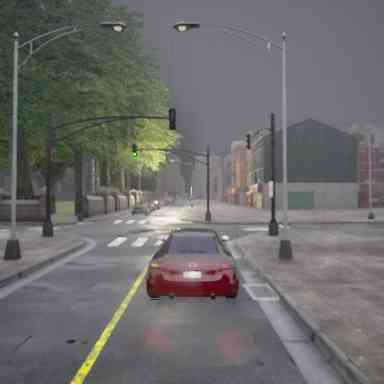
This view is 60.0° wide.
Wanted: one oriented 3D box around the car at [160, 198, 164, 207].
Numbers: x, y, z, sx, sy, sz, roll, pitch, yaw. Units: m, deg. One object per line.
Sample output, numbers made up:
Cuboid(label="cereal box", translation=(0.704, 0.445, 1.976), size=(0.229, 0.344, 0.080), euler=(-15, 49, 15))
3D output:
Cuboid(label="car", translation=(-5.593, 1.920, 48.998), size=(1.947, 1.339, 4.313), euler=(1, 0, 0))

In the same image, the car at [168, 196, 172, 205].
Cuboid(label="car", translation=(-5.723, 1.817, 65.350), size=(2.192, 1.841, 5.009), euler=(1, -1, 0))

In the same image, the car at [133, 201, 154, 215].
Cuboid(label="car", translation=(-5.557, 1.795, 38.387), size=(1.752, 1.417, 4.829), euler=(1, 0, 0))

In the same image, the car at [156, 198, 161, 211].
Cuboid(label="car", translation=(-5.548, 1.860, 43.548), size=(2.008, 1.369, 4.403), euler=(1, 0, 0))

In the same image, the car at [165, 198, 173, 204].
Cuboid(label="car", translation=(-5.905, 2.257, 86.977), size=(1.752, 1.417, 4.829), euler=(1, -1, 0))

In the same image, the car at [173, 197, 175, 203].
Cuboid(label="car", translation=(-5.860, 2.112, 81.698), size=(1.967, 1.590, 4.097), euler=(1, -1, 0))

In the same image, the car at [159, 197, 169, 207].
Cuboid(label="car", translation=(-5.683, 2.032, 59.897), size=(1.802, 1.307, 4.206), euler=(1, -1, 0))

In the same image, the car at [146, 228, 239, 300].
Cuboid(label="car", translation=(0.034, 1.621, 8.595), size=(1.994, 1.385, 4.181), euler=(0, 0, 1))

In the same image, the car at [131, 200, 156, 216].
Cuboid(label="car", translation=(-5.517, 1.805, 36.413), size=(2.008, 1.369, 4.403), euler=(1, 0, 0))
